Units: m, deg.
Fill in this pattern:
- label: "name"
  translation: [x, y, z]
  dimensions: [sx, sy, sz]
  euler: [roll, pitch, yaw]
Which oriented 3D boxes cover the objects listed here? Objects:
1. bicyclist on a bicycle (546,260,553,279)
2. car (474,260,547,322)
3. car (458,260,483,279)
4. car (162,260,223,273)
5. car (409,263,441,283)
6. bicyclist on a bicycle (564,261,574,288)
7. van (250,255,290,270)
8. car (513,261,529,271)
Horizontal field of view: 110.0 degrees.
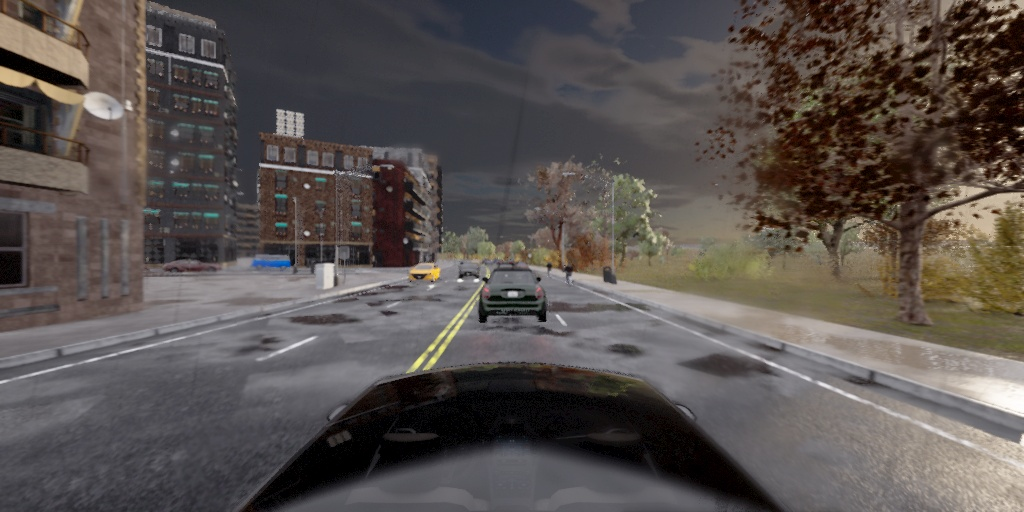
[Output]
- label: "bicyclist on a bicycle"
  translation: [3.433, 1.246, 33.006]
  dimensions: [0.659, 1.776, 1.843]
  euler: [0, 0, -2]
- label: "car"
  translation: [-0.009, 1.149, 12.679]
  dimensions: [2.097, 1.767, 4.553]
  euler: [0, 0, -1]
- label: "car"
  translation: [-4.053, 1.393, 34.903]
  dimensions: [1.837, 1.490, 4.892]
  euler: [0, -1, -2]
- label: "car"
  translation: [-29.378, 0.996, 33.111]
  dimensions: [4.207, 1.307, 1.802]
  euler: [0, 0, -32]
- label: "car"
  translation: [-7.115, 1.344, 29.662]
  dimensions: [1.882, 1.535, 5.008]
  euler: [0, -1, -2]
- label: "bicyclist on a bicycle"
  translation: [3.778, 1.212, 23.937]
  dimensions: [0.659, 1.776, 1.843]
  euler: [0, 0, -2]
- label: "van"
  translation: [-28.974, 0.818, 43.258]
  dimensions: [3.998, 1.789, 1.690]
  euler: [0, 0, -32]
- label: "car"
  translation: [1.339, 1.520, 54.486]
  dimensions: [1.994, 1.385, 4.181]
  euler: [0, 0, -4]
